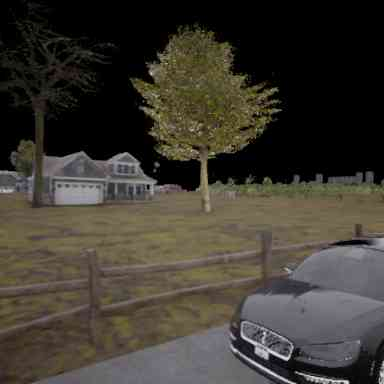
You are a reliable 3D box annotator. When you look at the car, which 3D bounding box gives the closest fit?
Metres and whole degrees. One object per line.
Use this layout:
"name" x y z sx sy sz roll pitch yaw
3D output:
"car" 2.754 1.519 5.024 4.892 1.490 1.837 0 0 -35
